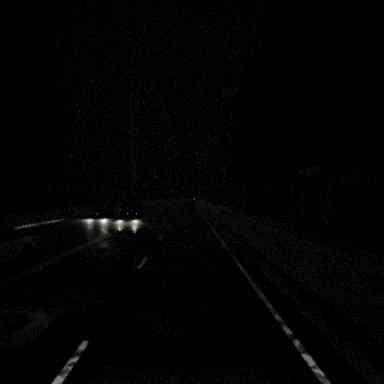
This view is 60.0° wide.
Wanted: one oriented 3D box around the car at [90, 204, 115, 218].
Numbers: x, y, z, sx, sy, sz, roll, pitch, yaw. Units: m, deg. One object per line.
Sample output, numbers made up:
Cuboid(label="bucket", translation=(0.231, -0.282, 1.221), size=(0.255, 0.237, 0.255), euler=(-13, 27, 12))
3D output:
Cuboid(label="car", translation=(-10.012, 2.169, 37.504), size=(1.837, 1.490, 4.892), euler=(0, -1, 0))

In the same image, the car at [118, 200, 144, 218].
Cuboid(label="car", translation=(-6.763, 1.920, 37.501), size=(2.150, 2.045, 5.566), euler=(0, -1, 0))

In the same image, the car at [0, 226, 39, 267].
Cuboid(label="car", translation=(-6.652, 1.781, 10.211), size=(1.895, 1.301, 4.718), euler=(0, -1, 0))

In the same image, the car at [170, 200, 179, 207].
Cuboid(label="car", translation=(-3.766, 2.476, 71.605), size=(2.033, 1.411, 5.357), euler=(0, -1, 0))

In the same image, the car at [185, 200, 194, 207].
Cuboid(label="car", translation=(-0.517, 2.403, 71.630), size=(1.882, 1.535, 5.008), euler=(0, -1, 0))
